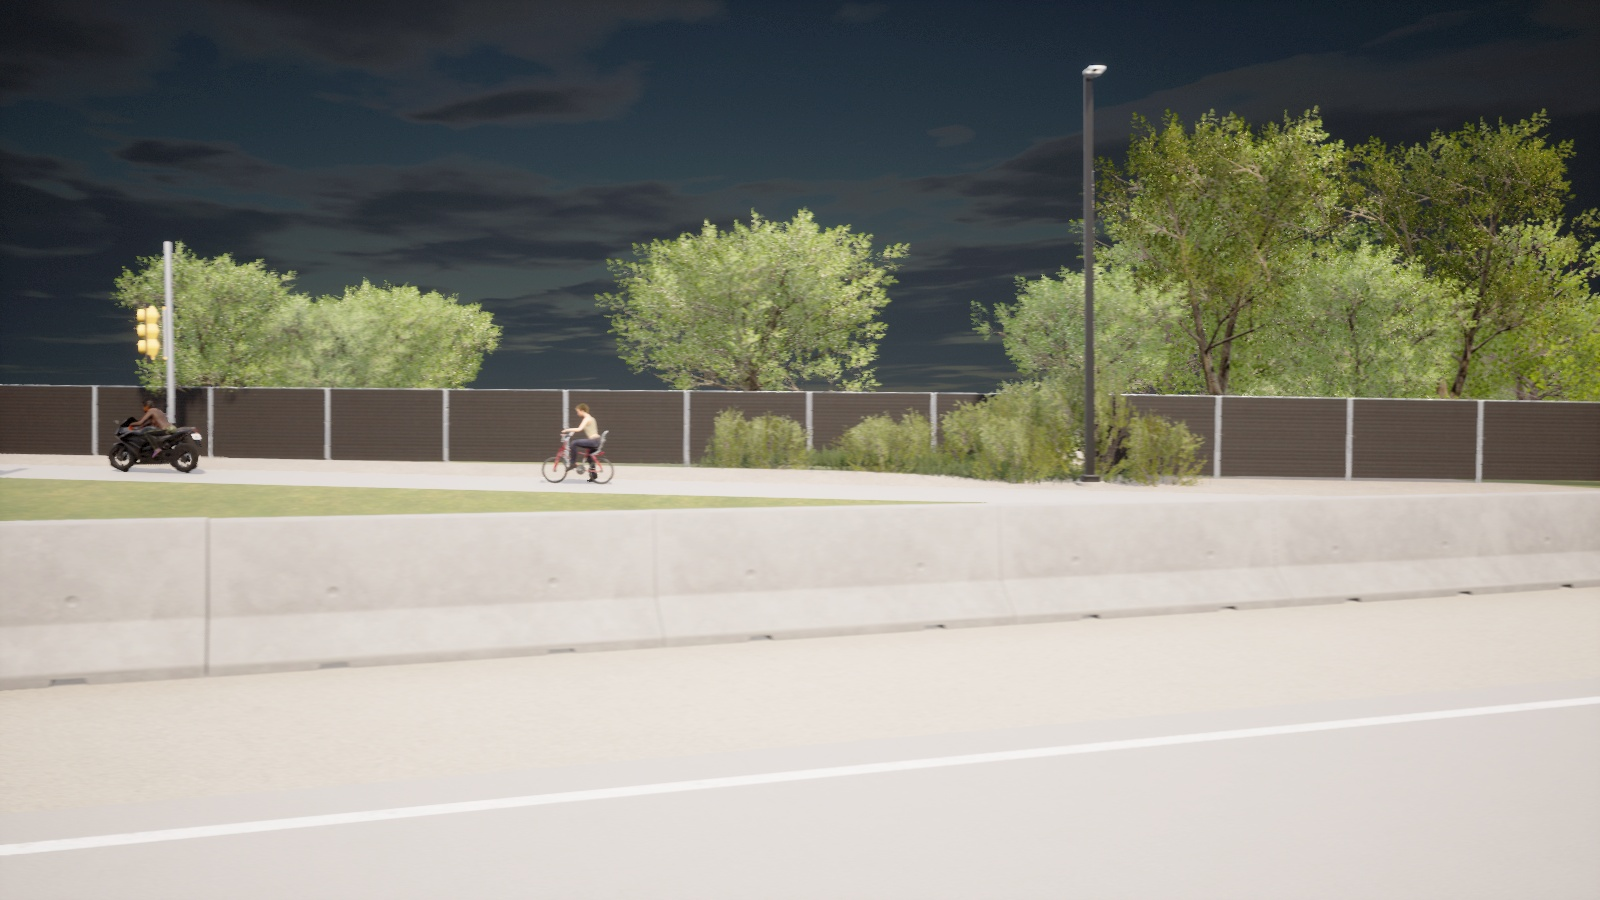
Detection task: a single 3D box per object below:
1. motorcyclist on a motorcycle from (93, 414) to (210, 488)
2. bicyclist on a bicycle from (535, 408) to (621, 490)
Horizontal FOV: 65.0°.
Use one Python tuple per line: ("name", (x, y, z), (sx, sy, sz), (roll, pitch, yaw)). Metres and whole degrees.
("motorcyclist on a motorcycle", (-13.507, 0.013, 26.200), (2.044, 1.523, 0.797), (0, 2, 6))
("bicyclist on a bicycle", (-4.440, -0.027, 25.223), (1.509, 1.612, 0.866), (0, 2, 6))
